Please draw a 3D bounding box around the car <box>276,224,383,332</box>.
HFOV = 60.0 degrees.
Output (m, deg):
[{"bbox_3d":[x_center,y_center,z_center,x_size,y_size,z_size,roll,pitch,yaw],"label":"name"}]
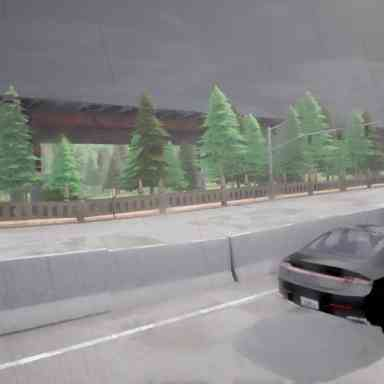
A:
[{"bbox_3d":[3.734,1.381,6.431,4.902,1.511,2.128,-2,1,-36],"label":"car"}]
